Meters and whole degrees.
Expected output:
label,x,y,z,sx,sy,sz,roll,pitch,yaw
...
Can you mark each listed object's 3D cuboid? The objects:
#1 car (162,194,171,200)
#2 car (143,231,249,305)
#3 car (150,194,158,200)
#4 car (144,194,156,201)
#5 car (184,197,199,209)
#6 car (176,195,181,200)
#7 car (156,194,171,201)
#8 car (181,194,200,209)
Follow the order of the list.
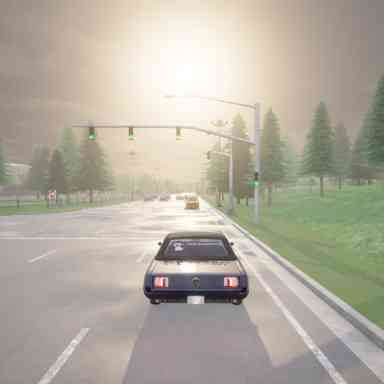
label,x,y,z,sx,sy,sz,roll,pitch,yaw
car,-6.854,1.372,90.754,2.033,1.411,5.357,0,0,0
car,0.092,1.601,8.035,1.895,1.301,4.718,0,0,0
car,-10.354,1.332,90.760,1.837,1.490,4.892,0,0,0
car,-10.371,1.531,80.340,2.033,1.411,5.357,0,0,0
car,-0.013,1.576,49.703,2.033,1.411,5.357,-1,1,1
car,-3.353,1.553,91.162,1.994,1.385,4.181,0,0,0
car,-6.871,1.531,80.334,2.033,1.411,5.357,0,0,0
car,-0.074,1.095,46.172,1.882,1.535,5.008,-3,16,-4
